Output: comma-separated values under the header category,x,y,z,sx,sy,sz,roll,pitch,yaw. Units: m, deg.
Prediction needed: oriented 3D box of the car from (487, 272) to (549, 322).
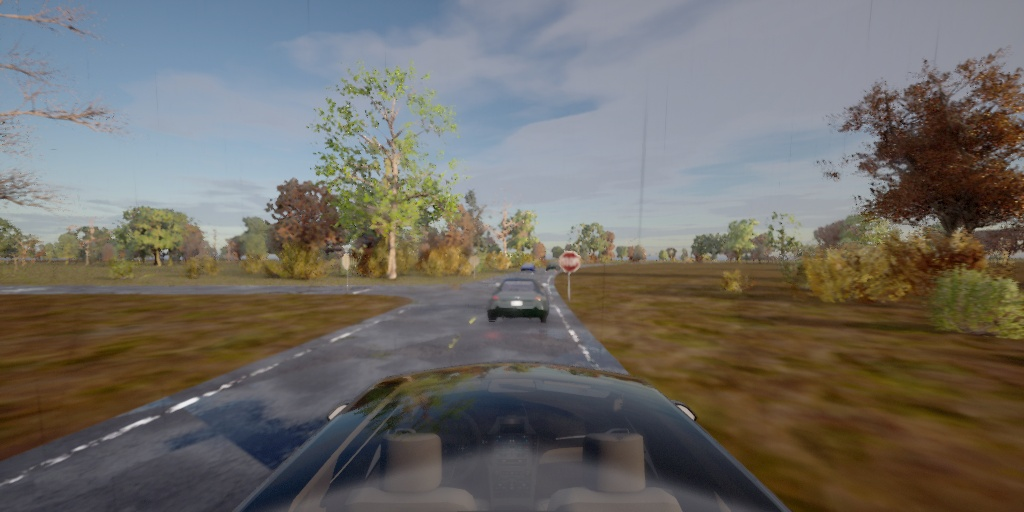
category,x,y,z,sx,sy,sz,roll,pitch,yaw
car,0.309,1.440,12.885,1.994,1.385,4.181,0,-1,5

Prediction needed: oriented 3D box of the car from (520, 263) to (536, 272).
category,x,y,z,sx,sy,sz,roll,pitch,yaw
car,2.585,1.846,57.248,1.882,1.535,5.008,0,-1,12
